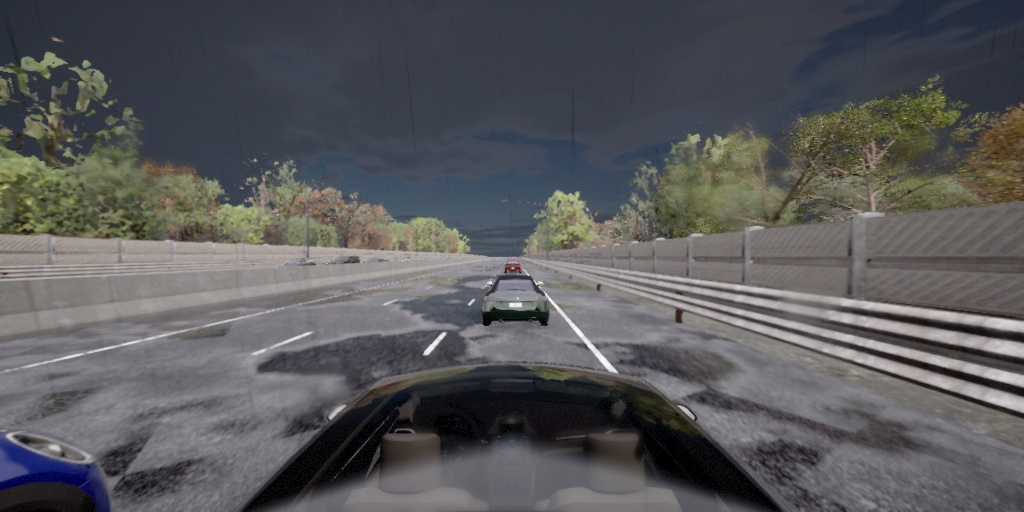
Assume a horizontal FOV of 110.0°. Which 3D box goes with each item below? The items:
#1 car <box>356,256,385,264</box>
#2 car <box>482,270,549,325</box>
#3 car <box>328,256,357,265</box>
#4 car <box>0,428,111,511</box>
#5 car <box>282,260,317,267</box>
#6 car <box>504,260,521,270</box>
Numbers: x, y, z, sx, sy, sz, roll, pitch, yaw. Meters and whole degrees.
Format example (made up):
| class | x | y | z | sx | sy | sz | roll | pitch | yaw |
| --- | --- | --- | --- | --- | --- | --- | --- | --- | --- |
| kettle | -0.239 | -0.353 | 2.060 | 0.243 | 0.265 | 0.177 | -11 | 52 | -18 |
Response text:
| class | x | y | z | sx | sy | sz | roll | pitch | yaw |
| --- | --- | --- | --- | --- | --- | --- | --- | --- | --- |
| car | -17.510 | 1.110 | 45.684 | 2.097 | 1.767 | 4.553 | 0 | 0 | 0 |
| car | 0.100 | 1.317 | 11.856 | 1.994 | 1.385 | 4.181 | 0 | 0 | 0 |
| car | -21.013 | 0.985 | 45.112 | 2.150 | 2.045 | 5.566 | 0 | 0 | 0 |
| car | -3.400 | 1.101 | 0.170 | 2.097 | 1.767 | 4.553 | 0 | 0 | 0 |
| car | -24.552 | 1.251 | 41.533 | 2.128 | 1.511 | 4.902 | 0 | 0 | 1 |
| car | 0.096 | 1.239 | 43.562 | 1.882 | 1.535 | 5.008 | 0 | 0 | 0 |
